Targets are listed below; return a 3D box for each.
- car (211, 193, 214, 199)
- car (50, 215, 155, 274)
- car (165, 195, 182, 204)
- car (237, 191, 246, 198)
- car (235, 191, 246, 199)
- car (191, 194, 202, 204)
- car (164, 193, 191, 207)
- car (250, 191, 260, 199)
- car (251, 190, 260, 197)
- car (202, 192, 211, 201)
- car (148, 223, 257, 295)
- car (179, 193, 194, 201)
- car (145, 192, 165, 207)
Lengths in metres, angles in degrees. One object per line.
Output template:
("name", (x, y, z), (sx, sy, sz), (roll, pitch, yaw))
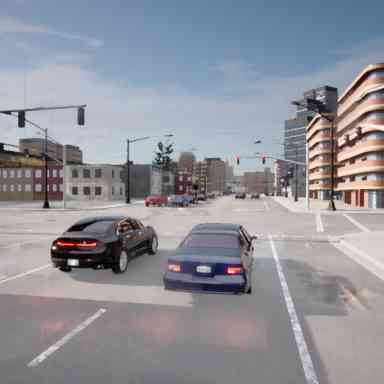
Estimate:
("car", (3.968, 0.846, 77.067), (1.882, 1.535, 5.008), (0, 1, 11))
("car", (-2.510, 1.505, 10.664), (1.837, 1.490, 4.892), (0, 0, 11))
("car", (-3.253, 1.238, 58.882), (1.812, 1.442, 4.674), (0, 1, 12))
("car", (12.988, 0.552, 86.681), (2.097, 1.767, 4.553), (0, 1, 11))
("car", (11.094, 0.902, 77.029), (1.994, 1.385, 4.181), (0, 1, 11))
("car", (-0.188, 1.235, 56.359), (2.128, 1.511, 4.902), (0, 1, 11))
("car", (-1.947, 1.223, 47.448), (2.097, 1.767, 4.553), (0, 1, 11))
("car", (14.341, 0.881, 75.403), (2.128, 1.511, 4.902), (0, 1, 11))
("car", (16.344, 0.464, 85.607), (2.097, 1.767, 4.553), (0, 1, 11))
("car", (1.926, 1.105, 66.784), (2.033, 1.411, 5.357), (0, 1, 12))
("car", (0.708, 1.547, 8.920), (2.033, 1.411, 5.357), (0, 0, 11))
("car", (-1.133, 1.073, 69.256), (2.033, 1.411, 5.357), (0, 1, 11))
("car", (-5.155, 1.080, 49.324), (2.150, 2.045, 5.566), (0, 1, 11))
